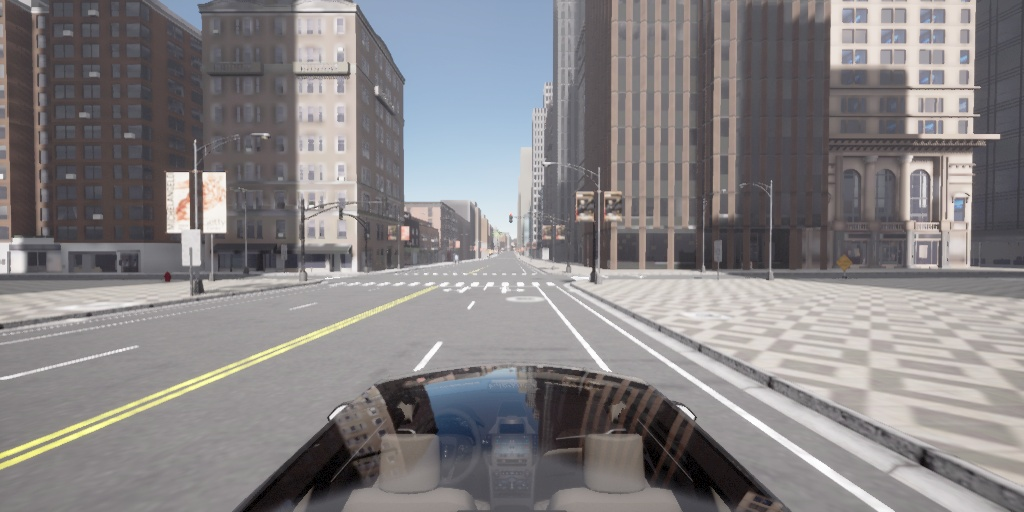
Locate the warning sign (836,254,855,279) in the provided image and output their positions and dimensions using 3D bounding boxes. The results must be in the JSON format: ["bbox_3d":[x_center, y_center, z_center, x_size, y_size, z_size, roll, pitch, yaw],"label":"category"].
[{"bbox_3d":[25.179,0.809,27.139,1.060,1.860,1.300,0,0,0],"label":"warning sign"}]
